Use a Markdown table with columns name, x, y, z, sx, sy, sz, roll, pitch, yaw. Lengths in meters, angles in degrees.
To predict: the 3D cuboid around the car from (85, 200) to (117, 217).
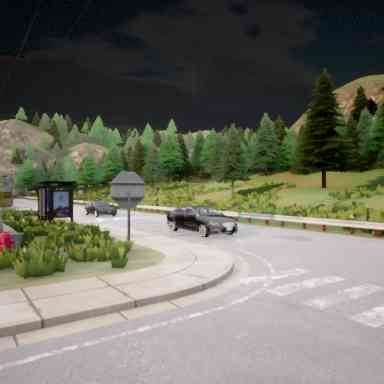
| name | x | y | z | sx | sy | sz | roll | pitch | yaw |
| --- | --- | --- | --- | --- | --- | --- | --- | --- | --- |
| car | -8.617 | 1.527 | 31.202 | 1.837 | 1.490 | 4.892 | 0 | 0 | -34 |

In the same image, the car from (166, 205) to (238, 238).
| name | x | y | z | sx | sy | sz | roll | pitch | yaw |
| --- | --- | --- | --- | --- | --- | --- | --- | --- | --- |
| car | 0.408 | 1.489 | 17.914 | 2.128 | 1.511 | 4.902 | 0 | 0 | -34 |
